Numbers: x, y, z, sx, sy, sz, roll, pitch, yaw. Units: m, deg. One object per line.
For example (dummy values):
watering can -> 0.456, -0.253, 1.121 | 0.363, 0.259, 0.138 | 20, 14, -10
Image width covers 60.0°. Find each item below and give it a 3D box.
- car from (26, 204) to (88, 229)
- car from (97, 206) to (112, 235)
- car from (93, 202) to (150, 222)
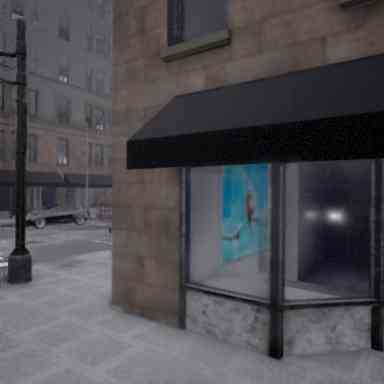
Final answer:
car -> -8.624, 1.462, 20.949 | 1.947, 1.339, 4.313 | 1, 0, 35
car -> -2.087, 1.514, 16.294 | 2.008, 1.369, 4.403 | 1, 0, 35
car -> -5.328, 1.481, 25.578 | 1.802, 1.307, 4.206 | 1, 0, 35
